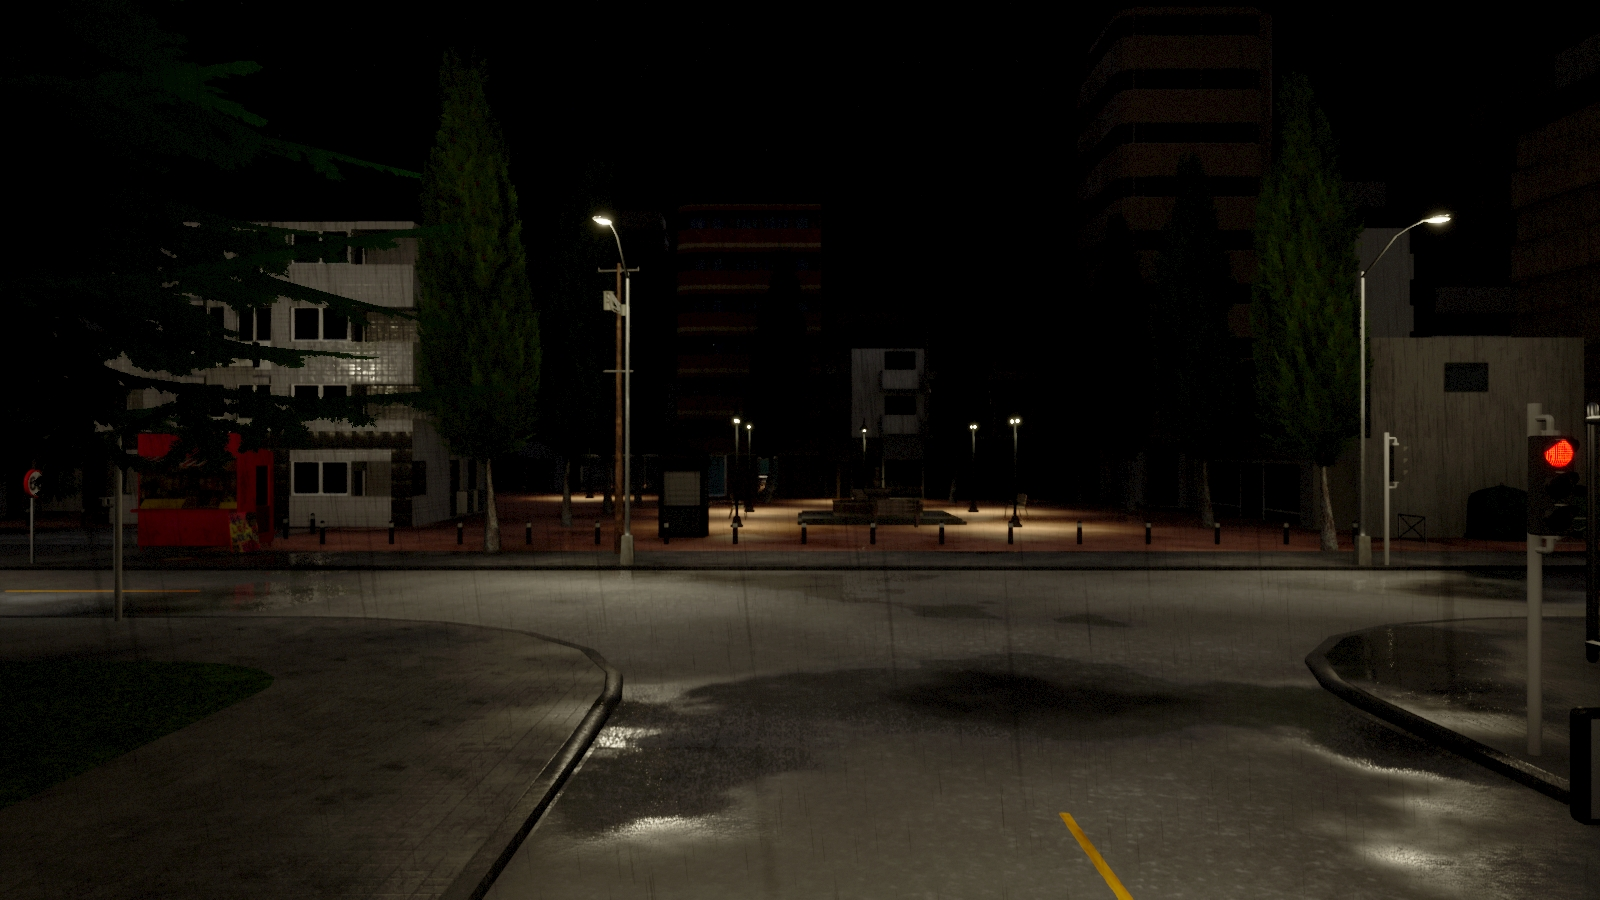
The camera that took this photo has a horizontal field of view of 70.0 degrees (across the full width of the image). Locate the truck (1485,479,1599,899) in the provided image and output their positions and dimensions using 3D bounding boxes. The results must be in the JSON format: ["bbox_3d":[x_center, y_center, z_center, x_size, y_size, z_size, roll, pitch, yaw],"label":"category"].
[{"bbox_3d":[4.017,1.349,1.921,2.627,2.467,5.204,0,0,0],"label":"truck"}]
